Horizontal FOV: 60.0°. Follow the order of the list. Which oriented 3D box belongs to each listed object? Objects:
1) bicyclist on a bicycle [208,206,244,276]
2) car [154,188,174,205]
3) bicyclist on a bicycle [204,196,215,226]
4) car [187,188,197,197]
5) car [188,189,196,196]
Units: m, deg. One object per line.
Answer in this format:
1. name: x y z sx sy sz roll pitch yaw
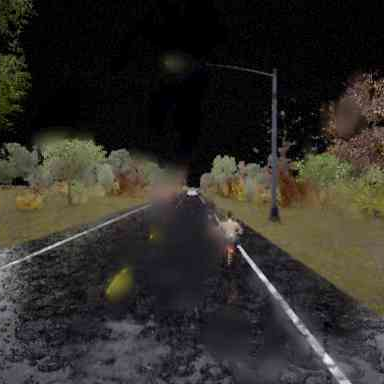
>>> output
1. bicyclist on a bicycle: 0.978 1.294 8.800 0.866 1.612 1.509 0 1 0
2. car: -3.574 0.557 42.882 2.150 2.045 5.566 0 1 0
3. bicyclist on a bicycle: 0.964 1.079 18.267 0.659 1.776 1.843 0 1 0
4. car: 0.008 0.062 77.438 2.150 2.045 5.566 0 1 0
5. car: 0.009 0.045 88.114 2.097 1.767 4.553 0 1 0
